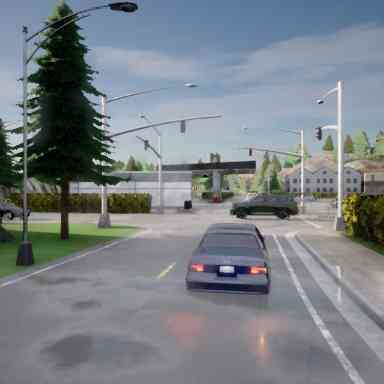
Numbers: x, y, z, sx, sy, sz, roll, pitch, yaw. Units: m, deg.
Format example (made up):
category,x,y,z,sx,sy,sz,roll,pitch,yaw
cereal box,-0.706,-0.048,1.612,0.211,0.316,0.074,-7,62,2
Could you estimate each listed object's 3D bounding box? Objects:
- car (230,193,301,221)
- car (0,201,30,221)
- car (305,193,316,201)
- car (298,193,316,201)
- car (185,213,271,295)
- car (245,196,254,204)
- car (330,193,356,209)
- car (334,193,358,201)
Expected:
category,x,y,z,sx,sy,sz,roll,pitch,yaw
car,5.915,1.224,27.326,5.566,2.045,2.150,0,0,10
car,-15.735,1.491,27.255,4.902,1.511,2.128,0,0,10
car,26.218,1.361,76.135,3.806,1.475,1.970,0,0,10
car,27.402,1.077,79.301,3.866,1.878,1.905,0,0,10
car,1.095,1.547,8.929,2.033,1.411,5.357,0,0,10
car,11.235,1.526,64.808,1.812,1.442,4.674,0,0,10
car,20.265,1.330,42.399,5.027,1.636,2.152,0,0,10
car,34.573,1.097,74.686,4.605,1.855,1.932,0,0,10
